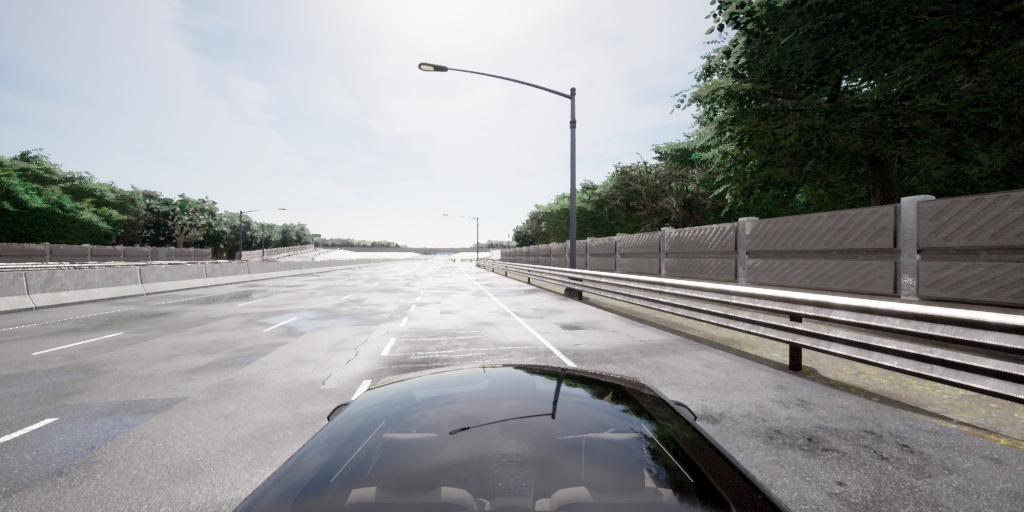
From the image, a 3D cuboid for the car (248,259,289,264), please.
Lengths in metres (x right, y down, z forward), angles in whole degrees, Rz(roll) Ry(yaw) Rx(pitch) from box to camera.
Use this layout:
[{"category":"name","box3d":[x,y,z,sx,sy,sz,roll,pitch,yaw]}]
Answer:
[{"category":"car","box3d":[-28.836,1.347,42.644,1.994,1.385,4.181,0,0,-10]}]
